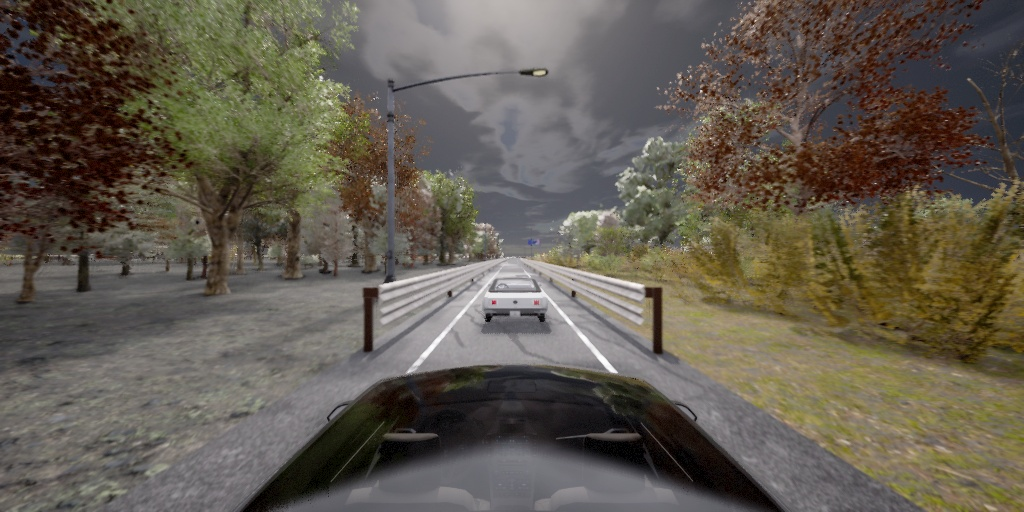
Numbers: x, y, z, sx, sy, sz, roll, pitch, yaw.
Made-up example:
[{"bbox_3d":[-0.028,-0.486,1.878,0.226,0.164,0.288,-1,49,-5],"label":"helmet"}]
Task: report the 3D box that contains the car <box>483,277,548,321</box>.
[{"bbox_3d":[0.093,1.354,12.419,1.895,1.301,4.718,0,0,0],"label":"car"}]
